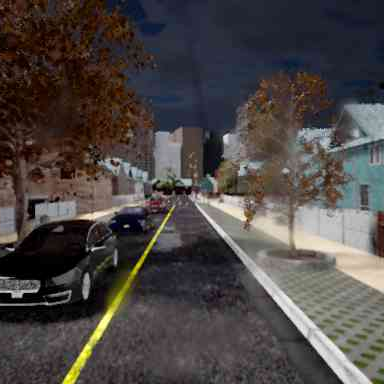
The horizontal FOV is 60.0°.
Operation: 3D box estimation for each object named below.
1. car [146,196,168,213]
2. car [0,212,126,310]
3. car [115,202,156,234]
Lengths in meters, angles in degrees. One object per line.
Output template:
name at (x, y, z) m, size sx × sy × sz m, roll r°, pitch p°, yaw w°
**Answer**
car at (-3.613, 1.218, 34.551) m, size 2.097 × 1.767 × 4.553 m, roll 0°, pitch 0°, yaw -1°
car at (-3.036, 1.484, 8.082) m, size 1.837 × 1.490 × 4.892 m, roll 0°, pitch 1°, yaw -1°
car at (-3.297, 1.494, 18.460) m, size 1.994 × 1.385 × 4.181 m, roll 0°, pitch 0°, yaw -2°
